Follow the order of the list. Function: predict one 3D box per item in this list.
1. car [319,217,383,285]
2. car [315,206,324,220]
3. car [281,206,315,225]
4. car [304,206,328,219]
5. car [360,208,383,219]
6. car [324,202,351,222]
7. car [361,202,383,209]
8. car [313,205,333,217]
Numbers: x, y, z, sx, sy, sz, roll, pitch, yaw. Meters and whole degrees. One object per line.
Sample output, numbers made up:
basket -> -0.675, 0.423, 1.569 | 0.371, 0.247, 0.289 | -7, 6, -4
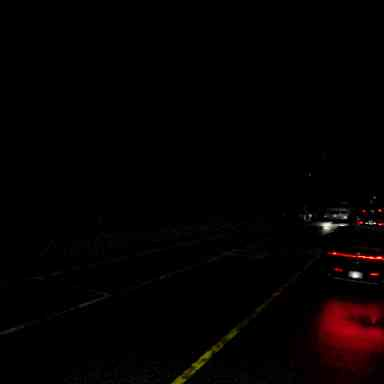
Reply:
car -> 5.082, 1.759, 10.016 | 1.837, 1.490, 4.892 | 2, 0, 29
car -> 11.958, 2.253, 34.258 | 1.947, 1.339, 4.313 | 1, -1, 29
car -> 9.266, 1.995, 29.460 | 1.967, 1.590, 4.097 | 1, -1, 29
car -> 14.652, 2.370, 39.057 | 2.008, 1.369, 4.403 | 1, -1, 29
car -> 13.035, 2.185, 24.182 | 2.033, 1.411, 5.357 | 2, -1, 29
car -> 15.152, 2.020, 34.396 | 2.150, 2.045, 5.566 | 2, -1, 30
car -> 20.335, 2.218, 37.372 | 2.150, 2.045, 5.566 | 2, -1, 29
car -> 17.347, 2.496, 43.856 | 1.887, 1.381, 4.507 | 1, -1, 29
